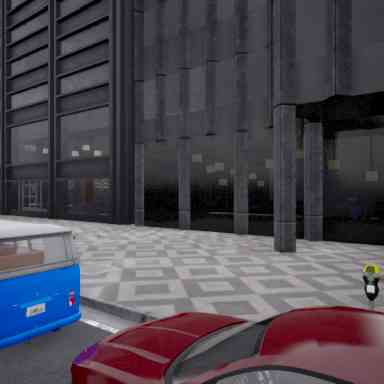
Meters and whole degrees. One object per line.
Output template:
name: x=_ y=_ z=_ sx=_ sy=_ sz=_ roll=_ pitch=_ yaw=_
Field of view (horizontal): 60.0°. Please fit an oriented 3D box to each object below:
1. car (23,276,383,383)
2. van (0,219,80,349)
car: x=0.971 y=1.545 z=2.272 sx=4.507 sy=1.381 sz=1.887 roll=0 pitch=0 yaw=36
van: x=-3.593 y=1.341 z=5.531 sx=3.998 sy=1.788 sz=1.690 roll=0 pitch=0 yaw=36
